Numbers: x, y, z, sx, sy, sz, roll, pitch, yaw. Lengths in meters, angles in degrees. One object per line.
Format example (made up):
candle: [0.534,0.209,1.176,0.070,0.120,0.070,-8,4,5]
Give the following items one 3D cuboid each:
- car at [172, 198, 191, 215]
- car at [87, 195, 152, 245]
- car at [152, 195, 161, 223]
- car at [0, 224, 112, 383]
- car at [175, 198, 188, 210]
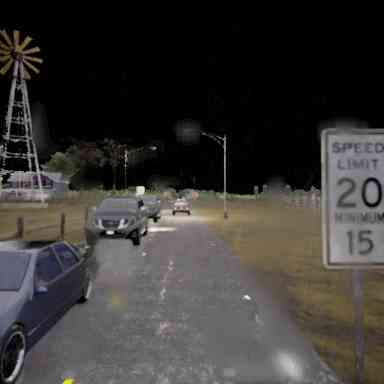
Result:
car: [-1.093,1.615,34.247,2.033,1.411,5.357,0,0,-2]
car: [-3.329,1.244,15.839,2.150,2.045,5.566,0,0,-2]
car: [-3.665,1.269,26.618,2.150,2.045,5.566,0,0,-1]
car: [-2.991,1.555,5.509,2.033,1.411,5.357,0,0,-1]
car: [-1.487,1.643,46.931,1.812,1.442,4.674,0,0,-1]
